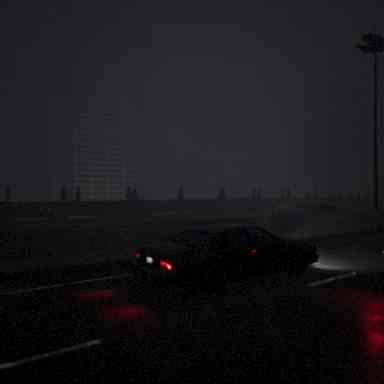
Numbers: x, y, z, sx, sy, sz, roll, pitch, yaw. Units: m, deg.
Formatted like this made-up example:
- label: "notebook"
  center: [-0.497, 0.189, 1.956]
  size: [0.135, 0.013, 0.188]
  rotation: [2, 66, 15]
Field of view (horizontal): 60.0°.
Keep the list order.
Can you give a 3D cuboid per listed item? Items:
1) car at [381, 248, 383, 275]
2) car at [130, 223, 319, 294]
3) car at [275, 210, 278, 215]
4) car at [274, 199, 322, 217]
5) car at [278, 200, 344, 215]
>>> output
- label: "car"
  center: [6.587, 1.546, 8.472]
  size: [4.674, 1.442, 1.812]
  rotation: [0, 0, -36]
- label: "car"
  center: [1.092, 1.560, 8.838]
  size: [5.357, 1.411, 2.033]
  rotation: [0, 0, -36]
- label: "car"
  center: [8.908, 1.574, 27.590]
  size: [4.674, 1.442, 1.812]
  rotation: [0, 0, -36]
- label: "car"
  center: [10.618, 1.536, 33.117]
  size: [5.008, 1.535, 1.882]
  rotation: [0, 0, -36]
- label: "car"
  center: [8.533, 1.519, 23.018]
  size: [5.008, 1.535, 1.882]
  rotation: [0, 0, -36]
